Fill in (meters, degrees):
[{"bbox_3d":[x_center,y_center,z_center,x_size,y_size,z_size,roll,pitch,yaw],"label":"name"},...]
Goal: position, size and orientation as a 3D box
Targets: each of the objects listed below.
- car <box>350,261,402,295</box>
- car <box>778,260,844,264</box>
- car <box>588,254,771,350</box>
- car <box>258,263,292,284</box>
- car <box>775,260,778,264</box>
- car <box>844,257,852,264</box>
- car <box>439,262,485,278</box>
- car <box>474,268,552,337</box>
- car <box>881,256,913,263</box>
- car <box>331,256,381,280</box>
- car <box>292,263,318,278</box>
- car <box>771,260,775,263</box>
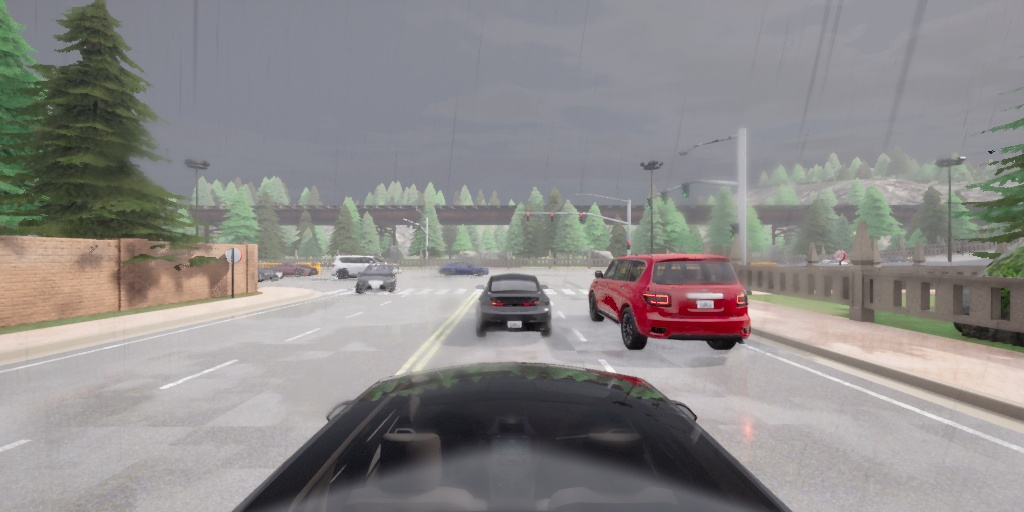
[{"bbox_3d":[-7.385,1.241,20.004,2.128,1.511,4.902,1,0,-17],"label":"car"},{"bbox_3d":[34.171,1.287,41.111,5.357,1.411,2.033,0,0,0],"label":"car"},{"bbox_3d":[3.516,0.971,9.196,2.150,2.045,5.566,0,0,0],"label":"car"},{"bbox_3d":[-19.697,1.241,26.713,4.902,1.511,2.128,0,0,2],"label":"car"},{"bbox_3d":[34.745,1.240,48.111,4.892,1.490,1.837,0,0,0],"label":"car"},{"bbox_3d":[39.210,1.183,44.638,4.674,1.442,1.812,-1,0,0],"label":"car"},{"bbox_3d":[-4.486,1.276,33.807,4.674,1.442,1.812,0,0,0],"label":"car"},{"bbox_3d":[0.019,1.255,10.296,1.837,1.490,4.892,0,0,-1],"label":"car"},{"bbox_3d":[42.998,0.887,41.154,4.553,1.767,2.097,-2,0,0],"label":"car"},{"bbox_3d":[-12.258,0.974,30.287,5.566,2.045,2.150,0,0,0],"label":"car"},{"bbox_3d":[-20.677,1.314,33.777,4.181,1.385,1.994,0,0,0],"label":"car"},{"bbox_3d":[29.228,1.242,44.585,4.902,1.511,2.128,0,0,0],"label":"car"}]
